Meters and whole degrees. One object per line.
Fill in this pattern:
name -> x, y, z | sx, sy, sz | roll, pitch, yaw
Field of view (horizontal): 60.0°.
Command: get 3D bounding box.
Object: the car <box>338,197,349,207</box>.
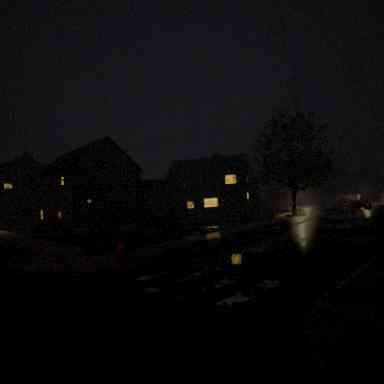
car -> 24.579, 1.526, 53.261 | 2.128, 1.511, 4.902 | -4, -2, 17

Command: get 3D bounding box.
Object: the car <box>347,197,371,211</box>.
car -> 20.230, 1.548, 40.077 | 1.895, 1.301, 4.718 | -5, -2, 21
